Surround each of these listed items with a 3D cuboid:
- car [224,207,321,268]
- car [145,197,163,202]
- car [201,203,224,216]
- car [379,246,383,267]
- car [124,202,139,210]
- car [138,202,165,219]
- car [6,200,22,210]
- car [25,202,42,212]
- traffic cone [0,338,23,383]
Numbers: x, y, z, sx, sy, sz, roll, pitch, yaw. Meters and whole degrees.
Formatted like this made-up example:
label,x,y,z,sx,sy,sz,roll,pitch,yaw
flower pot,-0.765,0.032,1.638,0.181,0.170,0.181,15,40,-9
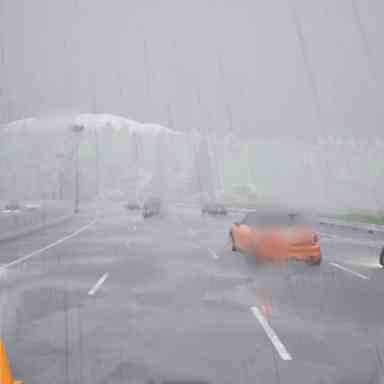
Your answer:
label,x,y,z,sx,sy,sz,roll,pitch,yaw
car,2.684,1.431,11.820,2.097,1.767,4.553,-1,-1,-5
car,-6.129,1.766,53.171,2.150,2.045,5.566,0,0,-20
car,2.400,1.872,36.991,1.994,1.385,4.181,0,-1,-13
car,6.434,1.568,7.888,1.994,1.385,4.181,-1,0,-3
car,-9.527,2.173,52.353,1.895,1.301,4.718,0,-1,-20
car,-3.947,1.940,32.975,1.895,1.301,4.718,0,-1,-13
car,-30.407,2.185,56.964,2.097,1.767,4.553,0,-1,-24
car,-24.111,2.238,50.890,1.812,1.442,4.674,0,0,-20
traffic cone,-2.235,2.015,3.890,0.340,0.580,0.340,-1,-1,1
